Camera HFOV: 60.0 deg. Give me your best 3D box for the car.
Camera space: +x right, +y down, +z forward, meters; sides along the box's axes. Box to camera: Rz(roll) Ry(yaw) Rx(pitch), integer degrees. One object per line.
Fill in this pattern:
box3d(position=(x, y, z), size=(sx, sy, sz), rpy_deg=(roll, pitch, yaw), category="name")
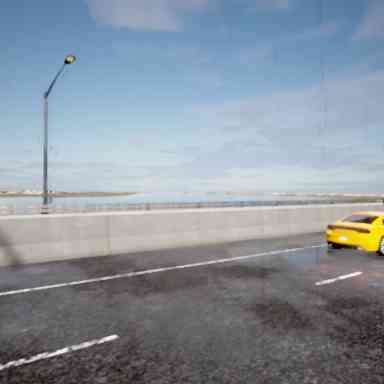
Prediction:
box3d(position=(7.485, 1.526, 13.387), size=(5.008, 1.535, 1.882), rpy_deg=(0, 0, -35), category="car")
